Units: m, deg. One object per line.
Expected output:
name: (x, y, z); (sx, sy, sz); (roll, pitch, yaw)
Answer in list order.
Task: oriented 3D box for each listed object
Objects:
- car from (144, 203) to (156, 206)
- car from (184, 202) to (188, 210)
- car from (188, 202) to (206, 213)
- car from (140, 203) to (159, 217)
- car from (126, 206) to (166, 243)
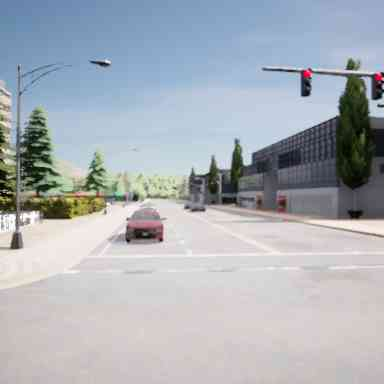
car: (-3.677, 1.960, 28.337); (1.812, 1.442, 4.674); (0, -1, -7)
car: (-0.294, 2.505, 59.997); (1.994, 1.385, 4.181); (0, -1, -7)
car: (0.907, 2.358, 50.337); (1.994, 1.385, 4.181); (0, -1, -6)
car: (-5.084, 2.106, 40.223); (2.128, 1.511, 4.902); (0, -1, -7)
car: (-2.486, 1.756, 18.150); (1.882, 1.535, 5.008); (0, -1, -6)
